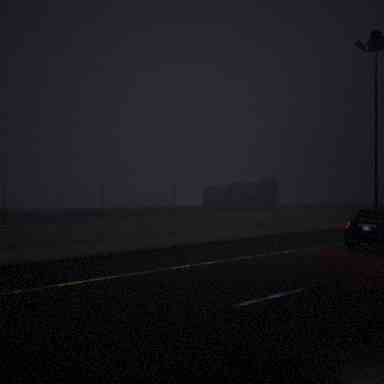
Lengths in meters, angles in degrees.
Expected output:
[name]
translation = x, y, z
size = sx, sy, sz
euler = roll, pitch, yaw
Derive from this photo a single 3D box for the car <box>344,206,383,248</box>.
[car]
translation = 8.225, 1.366, 13.292
size = 4.553, 1.767, 2.097
euler = 0, 0, -31
